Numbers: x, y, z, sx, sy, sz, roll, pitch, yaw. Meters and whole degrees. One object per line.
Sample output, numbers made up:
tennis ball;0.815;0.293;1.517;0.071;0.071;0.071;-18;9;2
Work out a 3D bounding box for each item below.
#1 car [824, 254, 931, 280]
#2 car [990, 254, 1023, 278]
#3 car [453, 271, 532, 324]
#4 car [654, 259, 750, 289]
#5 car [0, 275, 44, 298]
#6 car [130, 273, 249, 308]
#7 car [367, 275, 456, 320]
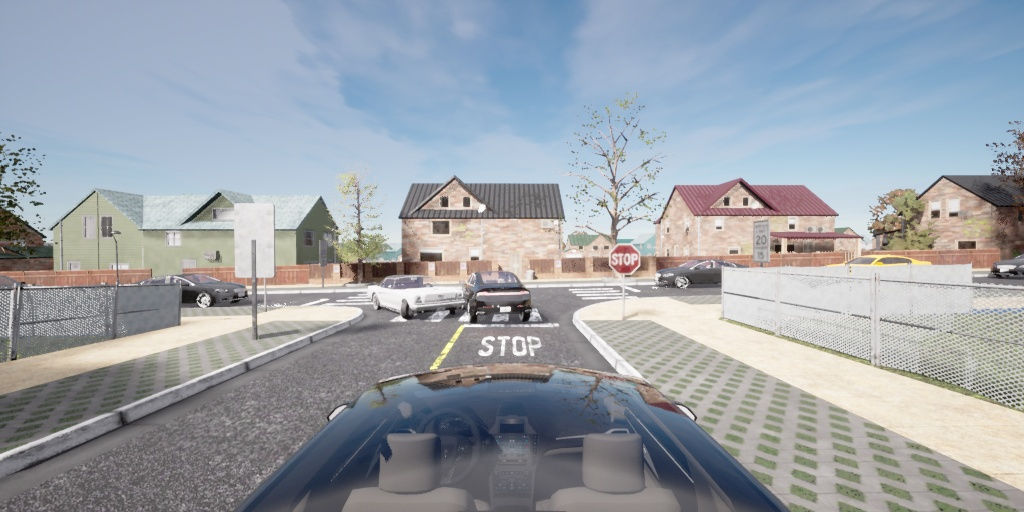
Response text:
car;19.762;0.691;19.575;5.008;1.535;1.882;-1;1;-1
car;29.386;0.478;19.612;4.902;1.511;2.128;-1;1;0
car;-0.685;1.243;12.131;2.128;1.511;4.902;0;0;-12
car;10.331;0.926;19.539;4.902;1.511;2.128;-1;1;0
car;-24.239;1.648;16.446;4.553;1.767;2.097;-1;1;0
car;-14.902;1.566;16.486;4.902;1.511;2.128;-1;1;0
car;-3.602;1.368;12.990;1.895;1.301;4.718;0;0;-38
